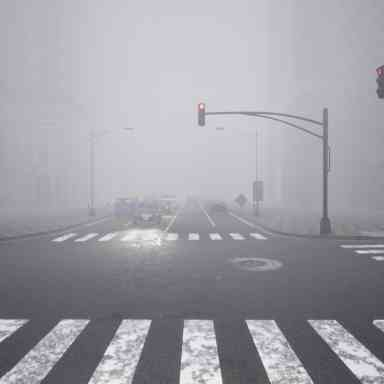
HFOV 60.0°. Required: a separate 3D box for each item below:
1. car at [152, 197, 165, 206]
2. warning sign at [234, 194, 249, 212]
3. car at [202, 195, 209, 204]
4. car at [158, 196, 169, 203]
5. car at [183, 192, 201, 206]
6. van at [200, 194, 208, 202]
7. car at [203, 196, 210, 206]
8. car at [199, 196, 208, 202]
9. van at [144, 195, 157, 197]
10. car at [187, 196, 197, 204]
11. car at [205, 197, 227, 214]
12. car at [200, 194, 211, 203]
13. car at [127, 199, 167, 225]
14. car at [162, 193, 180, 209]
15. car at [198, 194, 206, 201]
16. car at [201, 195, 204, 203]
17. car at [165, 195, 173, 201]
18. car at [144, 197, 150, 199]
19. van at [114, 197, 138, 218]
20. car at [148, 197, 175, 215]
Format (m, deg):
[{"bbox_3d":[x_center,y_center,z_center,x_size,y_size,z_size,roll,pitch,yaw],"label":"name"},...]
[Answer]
[{"bbox_3d":[-5.812,1.606,57.544,1.802,1.307,4.206,0,0,0],"label":"car"},{"bbox_3d":[5.049,1.123,34.048,1.300,1.860,1.060,0,0,0],"label":"warning sign"},{"bbox_3d":[2.744,1.560,46.482,1.887,1.381,4.507,0,0,0],"label":"car"},{"bbox_3d":[-5.818,1.583,68.594,2.008,1.369,4.403,0,0,0],"label":"car"},{"bbox_3d":[0.023,1.374,55.466,2.097,1.767,4.553,0,0,0],"label":"car"},{"bbox_3d":[2.719,1.378,74.110,1.690,1.788,3.998,0,0,0],"label":"van"},{"bbox_3d":[2.749,1.557,40.957,1.887,1.381,4.507,0,0,0],"label":"car"},{"bbox_3d":[2.715,1.592,79.635,2.008,1.369,4.403,0,0,0],"label":"car"},{"bbox_3d":[-5.808,1.357,46.494,1.690,1.788,3.998,0,0,0],"label":"van"},{"bbox_3d":[-0.043,1.555,65.144,1.812,1.442,4.674,0,0,0],"label":"car"},{"bbox_3d":[2.754,1.553,35.432,1.887,1.381,4.507,0,0,0],"label":"car"},{"bbox_3d":[2.724,1.347,68.584,2.192,1.841,5.009,0,0,0],"label":"car"},{"bbox_3d":[-3.162,1.495,24.452,2.128,1.511,4.902,0,0,-3],"label":"car"},{"bbox_3d":[-3.121,1.236,45.109,2.150,2.045,5.566,0,0,0],"label":"car"},{"bbox_3d":[2.705,1.490,90.687,1.967,1.590,4.097,0,0,0],"label":"car"},{"bbox_3d":[2.739,1.545,52.178,1.752,1.417,4.829,0,0,0],"label":"car"},{"bbox_3d":[-5.826,1.570,84.999,1.752,1.417,4.829,0,0,0],"label":"car"},{"bbox_3d":[-5.801,1.553,35.444,1.887,1.381,4.507,0,0,0],"label":"car"},{"bbox_3d":[-5.799,1.346,29.919,1.690,1.788,3.998,0,0,0],"label":"van"},{"bbox_3d":[-3.114,1.534,34.473,1.812,1.442,4.674,0,0,0],"label":"car"}]
